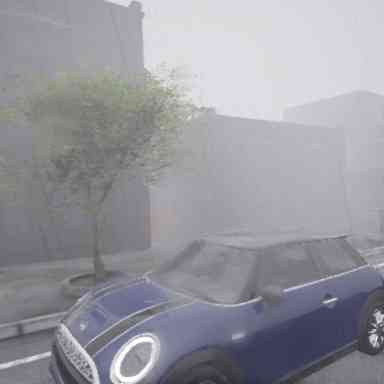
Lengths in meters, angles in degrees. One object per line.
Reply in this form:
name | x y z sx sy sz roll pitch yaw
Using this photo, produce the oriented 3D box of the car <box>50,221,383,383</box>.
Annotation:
car | 0.616 1.347 4.421 4.553 1.767 2.097 0 0 -35
